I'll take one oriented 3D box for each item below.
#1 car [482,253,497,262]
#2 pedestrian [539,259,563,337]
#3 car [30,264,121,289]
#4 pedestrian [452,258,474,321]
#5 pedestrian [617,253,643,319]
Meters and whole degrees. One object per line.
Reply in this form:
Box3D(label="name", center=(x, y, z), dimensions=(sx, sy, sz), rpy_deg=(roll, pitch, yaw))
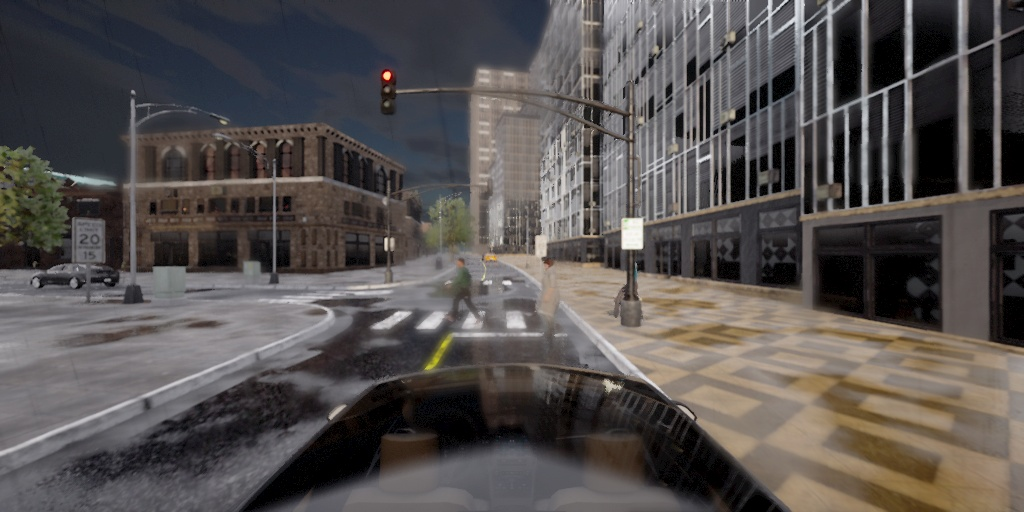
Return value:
Box3D(label="car", center=(-3.546, 0.252, 59.538), dimensions=(1.882, 1.535, 5.008), rpy_deg=(0, 1, -7))
Box3D(label="pedestrian", center=(0.919, 0.931, 8.474), dimensions=(0.375, 1.860, 0.375), rpy_deg=(1, 0, -1))
Box3D(label="car", center=(-24.227, 1.082, 19.923), dimensions=(4.403, 1.370, 2.007), rpy_deg=(0, 0, 9))
Box3D(label="pedestrian", center=(-1.337, 0.909, 9.791), dimensions=(0.375, 1.860, 0.375), rpy_deg=(1, 0, -1))
Box3D(label="pedestrian", center=(3.085, 0.763, 9.398), dimensions=(0.375, 1.860, 0.375), rpy_deg=(1, 0, -1))
